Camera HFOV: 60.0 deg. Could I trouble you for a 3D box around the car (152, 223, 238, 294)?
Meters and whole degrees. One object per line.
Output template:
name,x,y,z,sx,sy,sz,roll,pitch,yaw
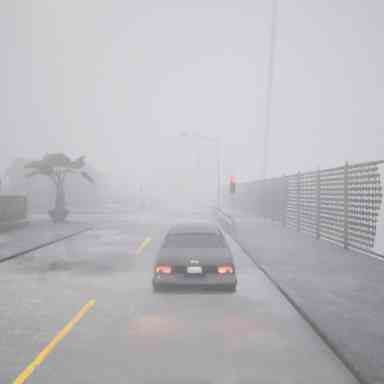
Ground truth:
car,0.070,1.544,8.911,2.033,1.411,5.357,0,0,1

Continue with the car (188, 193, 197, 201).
car,0.065,1.197,87.015,2.150,2.045,5.566,0,0,0
